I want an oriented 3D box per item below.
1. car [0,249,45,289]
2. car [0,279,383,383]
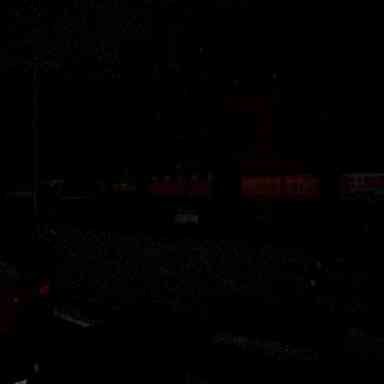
[{"bbox_3d":[-4.052,1.577,5.711,4.206,1.307,1.802,0,0,36],"label":"car"},{"bbox_3d":[0.429,1.581,2.514,4.206,1.307,1.802,0,0,36],"label":"car"}]
